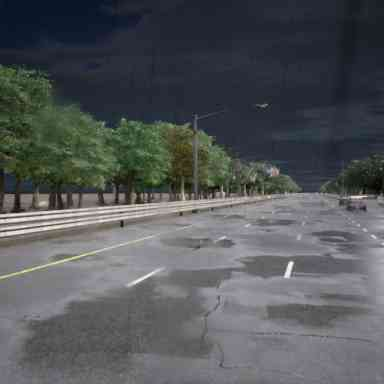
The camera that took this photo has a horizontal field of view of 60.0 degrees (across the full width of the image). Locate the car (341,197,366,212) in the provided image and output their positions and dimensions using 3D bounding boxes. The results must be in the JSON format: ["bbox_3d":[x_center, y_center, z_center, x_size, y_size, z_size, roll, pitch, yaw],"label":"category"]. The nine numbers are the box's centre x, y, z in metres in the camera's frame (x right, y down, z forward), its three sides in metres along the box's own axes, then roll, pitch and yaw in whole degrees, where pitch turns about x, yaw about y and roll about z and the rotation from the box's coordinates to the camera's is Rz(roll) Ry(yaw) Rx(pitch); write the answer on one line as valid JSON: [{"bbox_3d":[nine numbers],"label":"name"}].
[{"bbox_3d":[19.170,1.486,39.025,2.128,1.511,4.902,0,0,20],"label":"car"}]

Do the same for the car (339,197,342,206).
[{"bbox_3d":[25.291,1.487,54.715,1.882,1.535,5.008,0,0,24],"label":"car"}]
